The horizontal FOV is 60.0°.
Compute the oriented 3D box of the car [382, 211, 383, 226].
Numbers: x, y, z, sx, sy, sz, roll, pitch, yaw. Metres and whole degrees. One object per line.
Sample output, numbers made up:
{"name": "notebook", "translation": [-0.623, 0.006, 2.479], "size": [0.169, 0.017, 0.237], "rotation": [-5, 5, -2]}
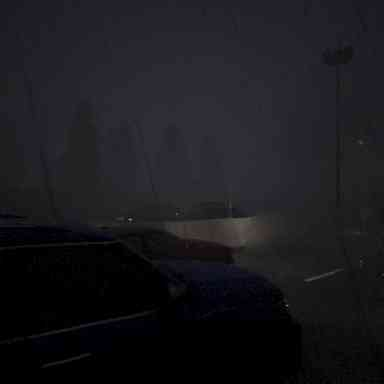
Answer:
{"name": "car", "translation": [14.374, 1.545, 22.552], "size": [1.882, 1.535, 5.008], "rotation": [0, 0, 41]}

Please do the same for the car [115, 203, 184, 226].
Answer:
{"name": "car", "translation": [-3.030, 1.568, 24.399], "size": [4.892, 1.490, 1.837], "rotation": [1, -1, -43]}

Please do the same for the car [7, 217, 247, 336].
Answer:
{"name": "car", "translation": [-1.186, 1.496, 7.498], "size": [5.008, 1.535, 1.882], "rotation": [0, 0, -38]}

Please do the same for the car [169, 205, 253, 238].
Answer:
{"name": "car", "translation": [1.191, 1.556, 18.801], "size": [4.892, 1.490, 1.837], "rotation": [1, -1, -42]}

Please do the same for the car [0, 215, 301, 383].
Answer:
{"name": "car", "translation": [-1.461, 1.228, 2.789], "size": [5.566, 2.045, 2.150], "rotation": [0, 0, -36]}
